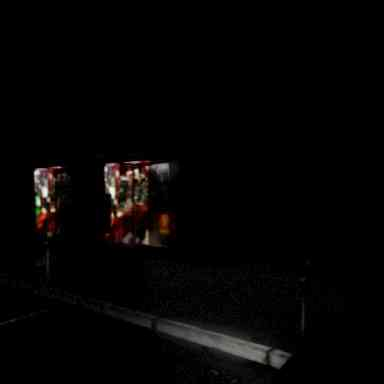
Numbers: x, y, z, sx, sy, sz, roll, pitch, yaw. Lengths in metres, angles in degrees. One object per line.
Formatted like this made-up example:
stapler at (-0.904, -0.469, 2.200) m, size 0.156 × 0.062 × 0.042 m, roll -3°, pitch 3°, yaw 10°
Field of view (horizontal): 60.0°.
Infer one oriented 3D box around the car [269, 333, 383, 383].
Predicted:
car at (2.716, 1.492, 1.502) m, size 4.892 × 1.490 × 1.837 m, roll -1°, pitch 0°, yaw 35°
